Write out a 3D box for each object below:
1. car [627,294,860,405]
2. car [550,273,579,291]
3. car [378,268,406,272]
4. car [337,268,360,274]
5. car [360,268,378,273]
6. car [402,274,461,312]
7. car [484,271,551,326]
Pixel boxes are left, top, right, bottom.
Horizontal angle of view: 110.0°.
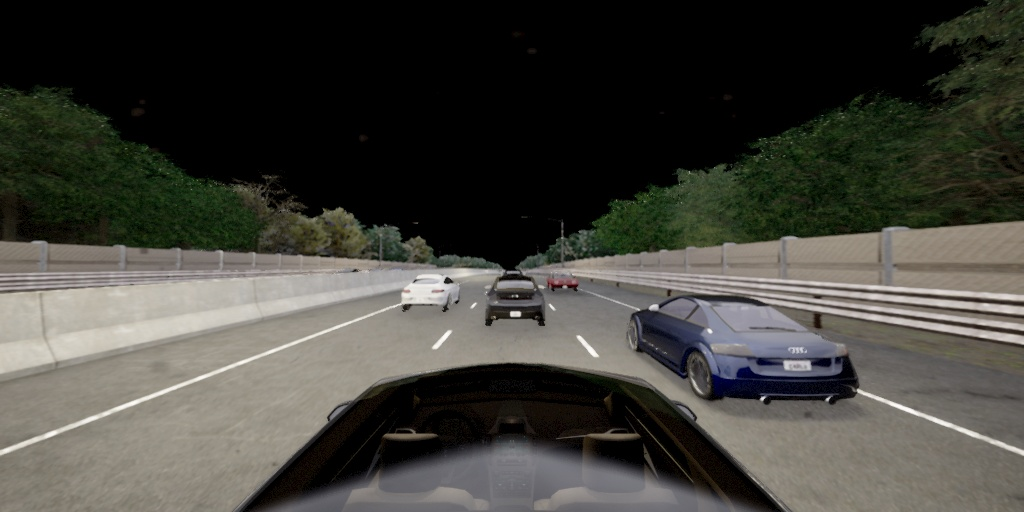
[{"bbox_3d":[3.599,1.383,6.527,1.994,1.385,4.181,0,-1,0],"label":"car"},{"bbox_3d":[3.594,1.880,26.472,1.895,1.301,4.718,0,-2,0],"label":"car"},{"bbox_3d":[-14.074,2.250,43.615,1.882,1.535,5.008,0,-2,0],"label":"car"},{"bbox_3d":[-21.049,2.367,46.554,1.837,1.490,4.892,0,-2,1],"label":"car"},{"bbox_3d":[-17.543,2.370,47.143,2.128,1.511,4.902,0,-2,1],"label":"car"},{"bbox_3d":[-3.405,1.519,15.601,1.812,1.442,4.674,0,-1,0],"label":"car"},{"bbox_3d":[0.099,1.431,12.505,1.837,1.490,4.892,0,-1,0],"label":"car"}]
